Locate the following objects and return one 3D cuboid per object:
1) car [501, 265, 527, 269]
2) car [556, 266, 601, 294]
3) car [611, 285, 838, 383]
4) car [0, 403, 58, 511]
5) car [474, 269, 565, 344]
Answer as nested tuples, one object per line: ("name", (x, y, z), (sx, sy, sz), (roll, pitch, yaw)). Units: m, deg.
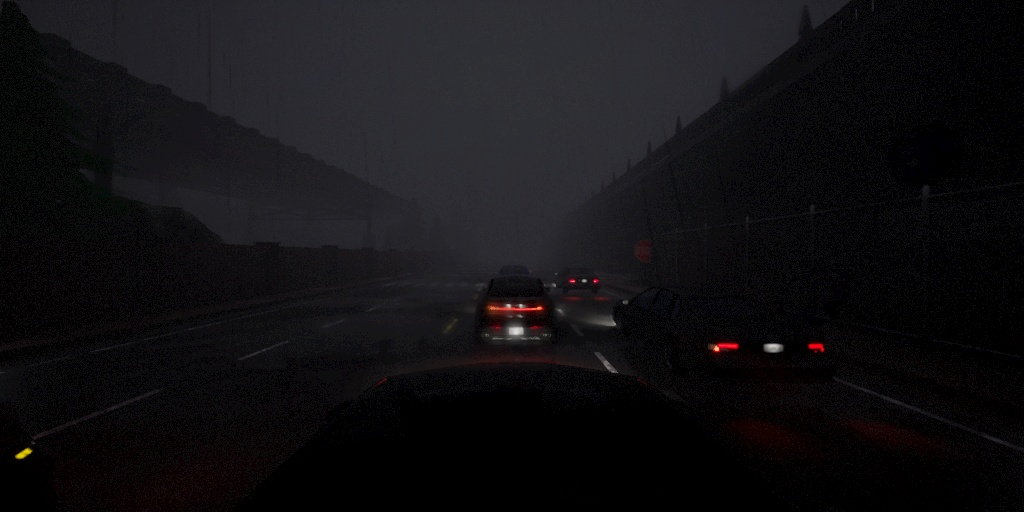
("car", (0.103, 1.225, 19.869), (1.882, 1.535, 5.008), (0, 0, 0))
("car", (3.603, 1.294, 20.372), (2.033, 1.411, 5.357), (0, 0, 0))
("car", (3.591, 1.297, 7.379), (2.033, 1.411, 5.357), (0, 0, 1))
("car", (-3.586, 1.276, 0.136), (1.812, 1.442, 4.674), (0, 0, 0))
("car", (0.097, 1.254, 9.570), (1.837, 1.490, 4.892), (0, 0, 0))
